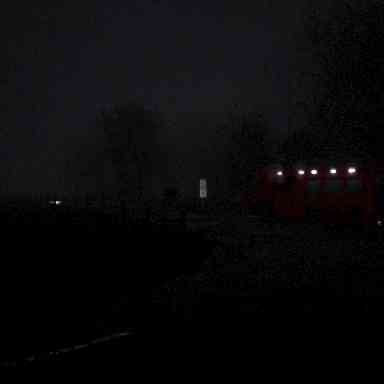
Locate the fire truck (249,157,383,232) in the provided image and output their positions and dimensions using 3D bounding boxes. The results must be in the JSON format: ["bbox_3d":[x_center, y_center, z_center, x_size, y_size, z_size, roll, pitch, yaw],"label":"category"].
[{"bbox_3d":[7.220,0.147,19.918,2.891,3.827,8.468,0,1,-31],"label":"fire truck"}]

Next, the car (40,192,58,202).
[{"bbox_3d":[-22.945,0.733,53.194,2.033,1.411,5.357,-1,1,-36],"label":"car"}]
